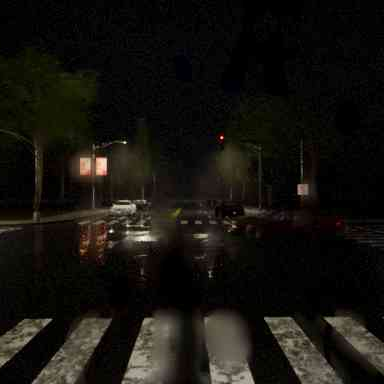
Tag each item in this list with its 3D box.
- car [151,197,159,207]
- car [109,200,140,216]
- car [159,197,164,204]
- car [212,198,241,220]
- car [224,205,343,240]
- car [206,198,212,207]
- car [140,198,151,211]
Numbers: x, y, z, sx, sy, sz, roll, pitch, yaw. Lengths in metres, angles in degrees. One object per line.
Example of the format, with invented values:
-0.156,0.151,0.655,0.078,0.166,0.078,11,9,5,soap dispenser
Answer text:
-6.628,1.618,51.592,1.812,1.442,4.674,0,0,0,car
-6.616,1.553,32.404,1.812,1.442,4.674,0,0,0,car
-6.560,1.709,66.387,2.033,1.411,5.357,0,0,0,car
3.208,1.500,28.705,1.882,1.535,5.008,-1,0,-4,car
4.513,1.527,16.452,5.357,1.411,2.033,0,0,-1,car
3.304,1.632,54.711,1.812,1.442,4.674,0,0,0,car
-6.622,1.650,41.415,1.895,1.301,4.718,0,0,0,car
